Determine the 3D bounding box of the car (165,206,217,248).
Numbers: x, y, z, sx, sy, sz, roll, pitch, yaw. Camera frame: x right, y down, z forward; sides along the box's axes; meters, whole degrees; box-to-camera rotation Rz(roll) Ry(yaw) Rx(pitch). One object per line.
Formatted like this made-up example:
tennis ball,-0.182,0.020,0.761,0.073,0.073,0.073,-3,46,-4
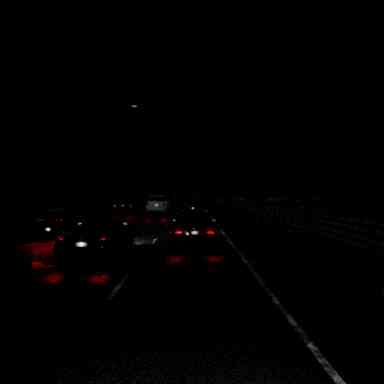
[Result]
car,0.098,1.581,15.005,2.033,1.411,5.357,0,0,0

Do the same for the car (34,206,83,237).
car,-6.902,1.546,18.379,1.837,1.490,4.892,0,0,0

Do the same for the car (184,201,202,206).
car,0.096,1.659,36.221,1.994,1.385,4.181,0,0,0

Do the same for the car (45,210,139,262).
car,-3.405,1.590,12.240,1.994,1.385,4.181,0,0,0

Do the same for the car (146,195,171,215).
car,-3.408,1.316,34.714,2.150,2.045,5.566,0,0,0

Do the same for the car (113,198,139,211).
car,-6.906,1.445,35.318,2.097,1.767,4.553,0,0,0
